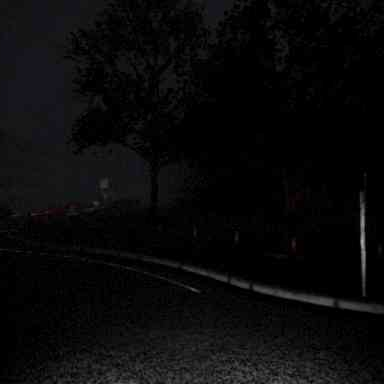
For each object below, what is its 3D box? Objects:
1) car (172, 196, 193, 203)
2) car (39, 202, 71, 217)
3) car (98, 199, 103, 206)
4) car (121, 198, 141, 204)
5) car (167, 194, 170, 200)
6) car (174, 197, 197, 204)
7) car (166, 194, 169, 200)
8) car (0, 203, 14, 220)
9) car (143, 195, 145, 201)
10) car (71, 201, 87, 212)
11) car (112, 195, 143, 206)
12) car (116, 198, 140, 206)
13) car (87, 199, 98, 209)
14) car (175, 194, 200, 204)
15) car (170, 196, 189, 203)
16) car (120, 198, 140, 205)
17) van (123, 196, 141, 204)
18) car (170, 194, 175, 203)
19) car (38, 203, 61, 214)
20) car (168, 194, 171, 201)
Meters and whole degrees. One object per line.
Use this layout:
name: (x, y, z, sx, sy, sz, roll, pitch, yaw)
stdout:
car: (-2.271, 1.892, 80.044, 4.892, 1.521, 2.231, -1, 0, -7)
car: (-16.494, 2.118, 39.786, 1.882, 1.535, 5.008, -1, 0, -6)
car: (-20.012, 2.212, 70.046, 1.812, 1.442, 4.674, -1, 0, -7)
car: (-15.461, 2.247, 83.987, 4.792, 1.488, 2.163, -1, 0, -7)
car: (-3.698, 1.964, 91.374, 5.008, 1.535, 2.097, -1, 0, -7)
car: (-1.547, 1.853, 74.444, 4.892, 1.521, 2.231, -1, 0, -7)
car: (-4.062, 1.982, 94.174, 5.008, 1.535, 2.097, -1, 0, -7)
car: (-19.097, 2.013, 32.058, 2.097, 1.767, 4.553, -1, 0, -6)
car: (-16.313, 2.264, 92.424, 5.366, 1.575, 1.946, -1, 0, -7)
car: (-17.720, 2.230, 50.114, 1.837, 1.490, 4.892, -1, 0, -6)
car: (-13.336, 1.847, 67.168, 5.566, 2.045, 2.435, -1, 0, -7)
car: (-14.018, 2.142, 72.778, 5.008, 1.535, 2.097, -1, 0, -7)
car: (-18.857, 2.362, 60.104, 1.994, 1.385, 4.181, -1, 0, -7)
car: (-0.553, 1.655, 66.024, 4.553, 1.767, 2.185, -1, 0, -7)
car: (-3.302, 1.974, 88.453, 4.792, 1.488, 2.163, -1, 0, -7)
car: (-15.073, 2.239, 81.188, 4.674, 1.452, 2.002, -1, 0, -7)
van: (-15.677, 2.006, 86.810, 4.442, 1.987, 1.878, -1, 0, -7)
car: (-1.248, 1.581, 71.762, 5.566, 2.045, 2.435, -1, 0, -7)
car: (-20.951, 2.360, 49.106, 1.994, 1.385, 4.181, -1, 0, -6)
car: (-2.981, 1.927, 85.647, 5.008, 1.535, 2.097, -1, 0, -7)
